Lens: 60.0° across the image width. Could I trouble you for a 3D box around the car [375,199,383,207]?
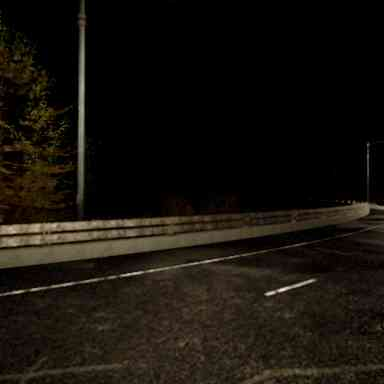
[{"bbox_3d":[35.905,2.021,62.375,2.128,1.511,4.902,0,0,15],"label":"car"}]
